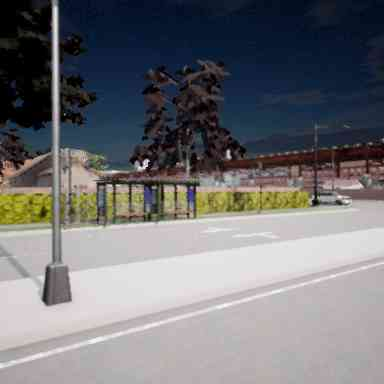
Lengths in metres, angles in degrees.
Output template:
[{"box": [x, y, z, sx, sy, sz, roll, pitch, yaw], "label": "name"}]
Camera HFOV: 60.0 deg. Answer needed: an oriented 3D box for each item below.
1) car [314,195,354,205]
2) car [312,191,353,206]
[{"box": [21.879, 1.228, 51.466, 2.033, 1.411, 5.357, 0, 0, -35], "label": "car"}, {"box": [20.063, 0.925, 47.944, 2.150, 2.045, 5.566, 0, 0, -35], "label": "car"}]
